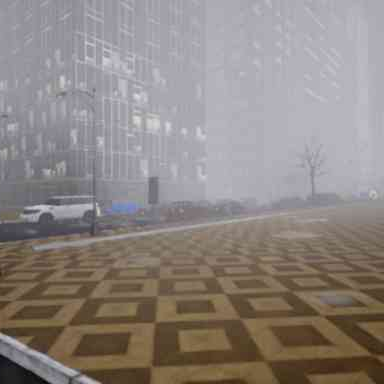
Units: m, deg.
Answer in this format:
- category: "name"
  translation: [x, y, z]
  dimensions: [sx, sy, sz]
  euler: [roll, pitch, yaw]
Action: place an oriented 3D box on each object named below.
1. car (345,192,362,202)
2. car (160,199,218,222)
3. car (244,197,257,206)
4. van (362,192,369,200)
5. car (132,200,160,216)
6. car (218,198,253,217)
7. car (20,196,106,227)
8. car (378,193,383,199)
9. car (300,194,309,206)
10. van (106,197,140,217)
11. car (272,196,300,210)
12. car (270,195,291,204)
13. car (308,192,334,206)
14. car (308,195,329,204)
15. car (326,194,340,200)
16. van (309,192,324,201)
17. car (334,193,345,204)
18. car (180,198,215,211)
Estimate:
- category: "car"
  translation: [29.295, 1.105, 61.244]
  dimensions: [1.752, 1.417, 4.829]
  euler: [0, 1, 40]
- category: "car"
  translation: [-0.150, 1.420, 26.323]
  dimensions: [1.967, 1.590, 4.097]
  euler: [0, 1, 40]
- category: "car"
  translation: [8.090, 1.408, 49.192]
  dimensions: [1.947, 1.339, 4.313]
  euler: [0, 1, 40]
- category: "van"
  translation: [36.542, 0.824, 69.792]
  dimensions: [1.690, 1.788, 3.998]
  euler: [0, 1, 40]
- category: "car"
  translation: [-3.083, 1.602, 32.012]
  dimensions: [1.895, 1.301, 4.718]
  euler: [-1, 0, 40]
- category: "car"
  translation: [3.486, 1.496, 30.699]
  dimensions: [1.947, 1.339, 4.313]
  euler: [0, 1, 40]
- category: "car"
  translation: [-9.498, 1.311, 24.453]
  dimensions: [2.150, 2.045, 5.566]
  euler: [-1, 0, 40]
- category: "car"
  translation: [43.924, 0.841, 79.037]
  dimensions: [1.801, 1.575, 5.366]
  euler: [-1, 0, 40]
- category: "car"
  translation: [14.790, 1.294, 48.147]
  dimensions: [1.812, 1.442, 4.674]
  euler: [-1, 0, 41]
- category: "van"
  translation: [-6.716, 1.384, 31.914]
  dimensions: [1.690, 1.788, 3.998]
  euler: [0, 1, 40]
- category: "car"
  translation: [10.792, 1.412, 39.419]
  dimensions: [1.802, 1.307, 4.206]
  euler: [0, 1, 40]
- category: "car"
  translation: [15.449, 1.308, 57.871]
  dimensions: [1.947, 1.339, 4.313]
  euler: [0, 1, 40]
- category: "car"
  translation: [18.148, 1.046, 48.095]
  dimensions: [2.192, 1.841, 5.009]
  euler: [0, 1, 40]
- category: "car"
  translation: [21.129, 1.247, 55.633]
  dimensions: [1.994, 1.385, 4.181]
  euler: [-1, 0, 40]
- category: "car"
  translation: [33.843, 1.060, 79.568]
  dimensions: [1.947, 1.339, 4.313]
  euler: [0, 1, 40]
- category: "van"
  translation: [26.484, 0.934, 70.887]
  dimensions: [1.690, 1.788, 3.998]
  euler: [0, 1, 40]
- category: "car"
  translation: [21.827, 0.996, 52.434]
  dimensions: [2.192, 1.841, 5.009]
  euler: [0, 1, 40]
- category: "car"
  translation: [0.727, 1.486, 40.521]
  dimensions: [1.887, 1.381, 4.507]
  euler: [0, 1, 40]
